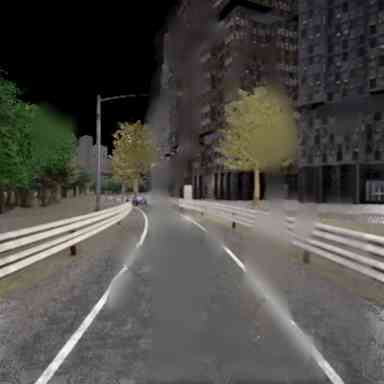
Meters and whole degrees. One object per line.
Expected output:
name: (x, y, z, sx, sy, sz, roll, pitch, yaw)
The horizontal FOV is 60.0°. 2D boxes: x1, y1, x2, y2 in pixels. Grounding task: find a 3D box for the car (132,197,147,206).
car: (-8.613, 1.479, 54.942, 1.812, 1.442, 4.674, 0, 0, -20)
